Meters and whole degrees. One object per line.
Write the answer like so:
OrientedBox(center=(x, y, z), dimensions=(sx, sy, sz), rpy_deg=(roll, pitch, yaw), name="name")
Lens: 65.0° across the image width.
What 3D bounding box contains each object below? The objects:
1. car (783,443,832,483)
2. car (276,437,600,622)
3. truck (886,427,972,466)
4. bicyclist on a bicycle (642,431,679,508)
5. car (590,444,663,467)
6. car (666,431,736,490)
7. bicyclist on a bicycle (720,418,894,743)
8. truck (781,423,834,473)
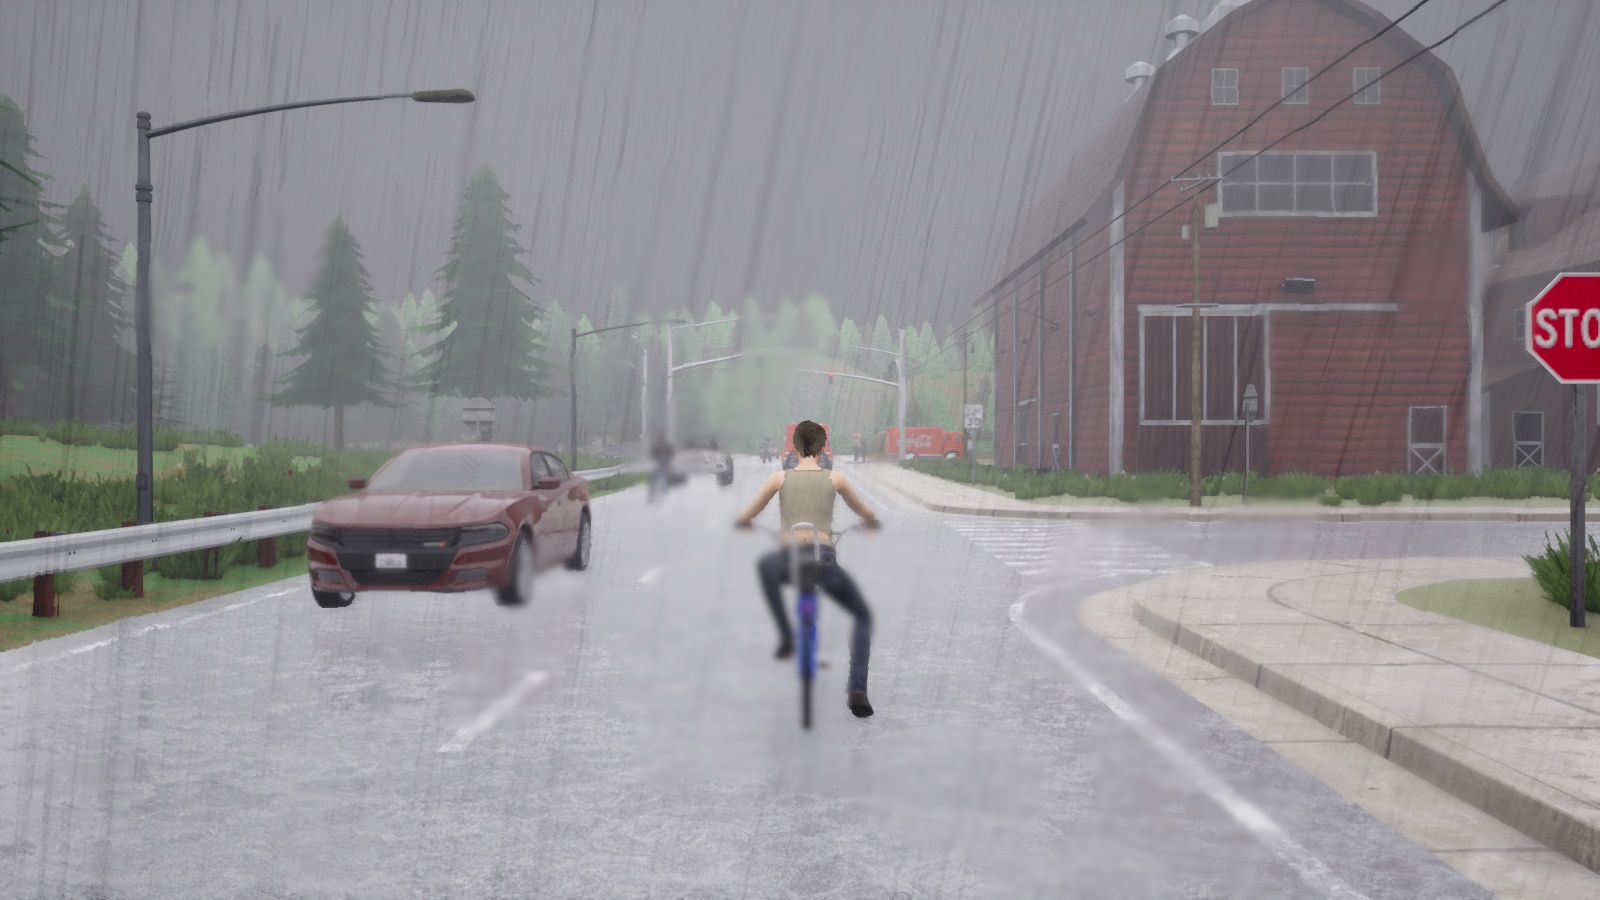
OrientedBox(center=(0.290, 0.485, 48.810), dimensions=(1.816, 1.474, 4.193), rpy_deg=(0, 0, 0), name="car")
OrientedBox(center=(-3.412, 0.648, 12.964), dimensions=(1.882, 1.535, 5.008), rpy_deg=(0, 0, 0), name="car")
OrientedBox(center=(8.212, -0.213, 80.150), dimensions=(5.204, 2.467, 2.627), rpy_deg=(0, 0, -1), name="truck")
OrientedBox(center=(-3.316, 0.445, 29.987), dimensions=(0.659, 1.776, 1.843), rpy_deg=(0, 0, 0), name="bicyclist on a bicycle")
OrientedBox(center=(-10.546, 0.344, 76.417), dimensions=(4.181, 1.385, 1.994), rpy_deg=(0, 0, -1), name="car")
OrientedBox(center=(-3.248, 0.323, 42.026), dimensions=(1.932, 1.855, 4.605), rpy_deg=(0, 0, 0), name="car")
OrientedBox(center=(0.045, 0.644, 6.984), dimensions=(0.866, 1.612, 1.509), rpy_deg=(0, 0, 1), name="bicyclist on a bicycle")
OrientedBox(center=(0.381, -0.106, 64.841), dimensions=(2.627, 2.467, 5.204), rpy_deg=(0, 0, 0), name="truck")
